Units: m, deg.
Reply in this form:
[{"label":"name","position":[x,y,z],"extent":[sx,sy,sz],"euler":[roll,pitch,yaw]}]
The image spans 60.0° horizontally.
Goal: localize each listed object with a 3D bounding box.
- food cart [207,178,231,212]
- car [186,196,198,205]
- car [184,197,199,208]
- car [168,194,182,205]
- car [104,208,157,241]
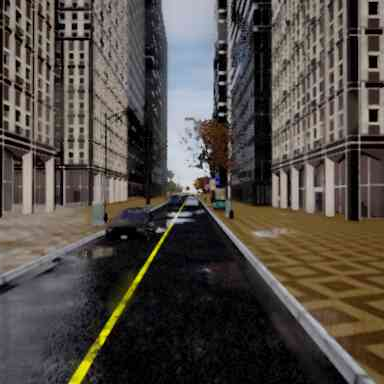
[{"label":"food cart","position":[2.980,0.358,37.252],"extent":[2.280,3.560,4.660],"euler":[-1,0,0]},{"label":"car","position":[-0.014,1.436,57.403],"extent":[1.895,1.301,4.718],"euler":[0,0,0]},{"label":"car","position":[0.000,1.394,45.605],"extent":[1.812,1.442,4.674],"euler":[0,0,0]},{"label":"car","position":[-2.822,1.190,56.360],"extent":[2.097,1.767,4.553],"euler":[0,0,0]},{"label":"car","position":[-2.855,1.500,16.608],"extent":[2.033,1.411,5.357],"euler":[0,0,0]}]
